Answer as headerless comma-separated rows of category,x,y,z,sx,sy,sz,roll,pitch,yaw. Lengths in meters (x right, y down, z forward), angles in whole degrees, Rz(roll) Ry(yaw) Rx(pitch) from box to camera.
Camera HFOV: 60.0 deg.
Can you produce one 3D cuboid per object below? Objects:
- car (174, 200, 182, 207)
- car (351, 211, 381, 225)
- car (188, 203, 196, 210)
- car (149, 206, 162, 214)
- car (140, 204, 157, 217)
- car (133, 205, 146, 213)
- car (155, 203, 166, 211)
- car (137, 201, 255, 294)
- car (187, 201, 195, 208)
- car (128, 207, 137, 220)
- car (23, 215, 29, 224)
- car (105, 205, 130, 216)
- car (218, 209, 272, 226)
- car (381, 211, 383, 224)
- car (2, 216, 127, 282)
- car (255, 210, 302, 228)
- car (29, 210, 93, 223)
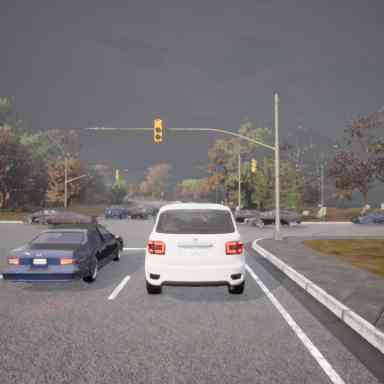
car,-3.661,3.077,87.387,1.882,1.535,5.008,0,0,-3
car,18.007,2.564,32.813,4.181,1.385,1.994,0,-3,-3
car,-0.060,3.318,77.591,1.837,1.490,4.892,0,0,0
car,-7.090,3.469,65.187,1.895,1.301,4.718,0,0,0
car,-7.133,2.997,55.266,2.150,2.045,5.566,0,-1,0
car,-10.562,3.468,67.671,1.895,1.301,4.718,0,0,0
car,-7.058,3.367,75.885,2.033,1.411,5.357,0,0,0
car,0.076,1.318,9.125,2.150,2.045,5.566,0,-1,0
car,-0.185,3.271,87.743,1.837,1.490,4.892,0,0,-3
car,-7.122,3.135,45.738,1.895,1.301,4.718,0,-2,-1
car,-14.591,2.532,33.724,4.902,1.511,2.128,0,-3,8
car,-10.644,2.800,47.095,2.150,2.045,5.566,0,-2,-2
car,5.110,2.479,32.514,4.902,1.511,2.128,0,-3,0
car,20.314,2.074,29.429,5.566,2.045,2.150,1,-3,-3
car,-3.425,1.662,9.977,2.033,1.411,5.357,0,-1,0
car,7.035,2.313,28.805,4.902,1.511,2.128,0,-3,-4
car,-11.203,2.411,29.731,5.357,1.411,2.033,0,-3,6
